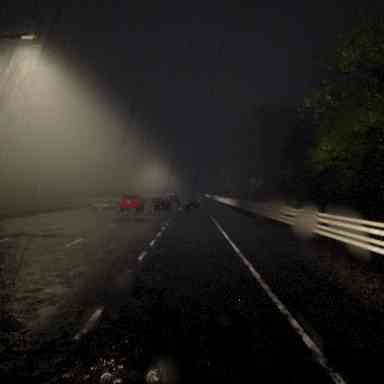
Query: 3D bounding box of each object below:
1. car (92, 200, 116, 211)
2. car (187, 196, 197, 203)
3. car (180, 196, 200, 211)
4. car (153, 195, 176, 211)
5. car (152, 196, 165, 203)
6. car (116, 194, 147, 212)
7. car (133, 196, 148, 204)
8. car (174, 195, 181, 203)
[{"bbox_3d":[-10.494,1.617,40.254,1.895,1.301,4.718,0,0,0],"label":"car"},{"bbox_3d":[0.052,1.597,68.684,1.994,1.385,4.181,0,0,1],"label":"car"},{"bbox_3d":[0.009,1.509,40.216,2.128,1.511,4.902,0,0,0],"label":"car"},{"bbox_3d":[-3.491,1.509,40.216,2.128,1.511,4.902,0,0,0],"label":"car"},{"bbox_3d":[-6.954,1.530,68.510,2.128,1.511,4.902,0,0,1],"label":"car"},{"bbox_3d":[-6.999,1.240,39.262,2.150,2.045,5.566,0,0,0],"label":"car"},{"bbox_3d":[-10.469,1.580,68.062,2.033,1.411,5.357,0,0,0],"label":"car"},{"bbox_3d":[-3.453,1.386,68.671,2.097,1.767,4.553,0,0,1],"label":"car"}]
